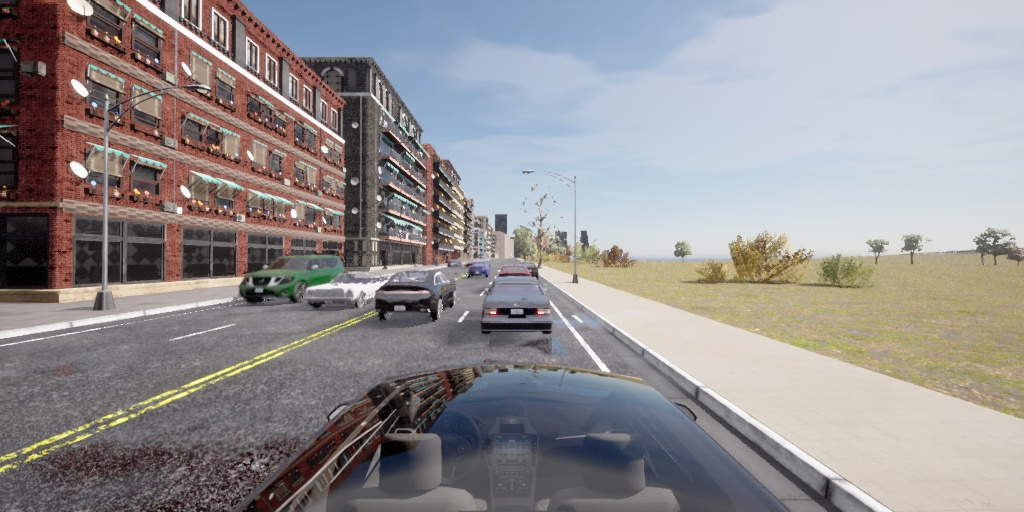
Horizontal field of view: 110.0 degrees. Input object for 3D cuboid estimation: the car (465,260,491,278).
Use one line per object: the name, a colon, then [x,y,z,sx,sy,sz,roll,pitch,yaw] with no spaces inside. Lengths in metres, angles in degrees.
car: [-3.064,1.279,34.205,1.812,1.442,4.674,0,0,0]

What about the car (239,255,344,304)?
car: [-9.813,0.974,16.684,2.150,2.045,5.566,0,0,0]

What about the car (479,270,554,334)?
car: [0.122,1.299,10.577,2.033,1.411,5.357,0,0,0]

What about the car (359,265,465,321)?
car: [-3.126,1.242,12.447,2.128,1.511,4.902,0,0,0]

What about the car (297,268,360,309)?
car: [-6.565,1.353,15.060,1.895,1.301,4.718,0,0,0]

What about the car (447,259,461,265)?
car: [-9.672,1.244,60.464,2.128,1.511,4.902,0,0,0]

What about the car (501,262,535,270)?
car: [0.152,1.231,21.117,1.882,1.535,5.008,0,0,0]

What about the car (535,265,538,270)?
car: [1.212,1.232,30.554,1.882,1.535,5.008,0,0,0]
